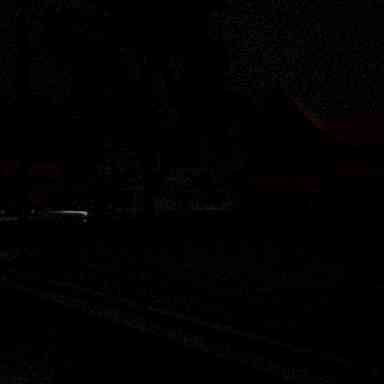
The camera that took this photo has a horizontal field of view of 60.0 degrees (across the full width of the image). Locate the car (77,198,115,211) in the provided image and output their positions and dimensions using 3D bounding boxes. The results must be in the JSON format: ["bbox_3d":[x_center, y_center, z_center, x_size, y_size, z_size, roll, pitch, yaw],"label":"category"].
[{"bbox_3d":[-11.711,1.505,40.855,1.837,1.490,4.892,0,0,34],"label":"car"}]

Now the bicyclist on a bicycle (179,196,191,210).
[{"bbox_3d":[-0.832,1.224,38.252,1.656,1.620,0.582,0,0,34],"label":"bicyclist on a bicycle"}]

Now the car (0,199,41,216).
[{"bbox_3d":[-17.363,1.505,32.522,1.837,1.490,4.892,0,0,34],"label":"car"}]

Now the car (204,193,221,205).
[{"bbox_3d":[3.645,1.221,58.520,2.150,2.045,5.566,0,0,14],"label":"car"}]
